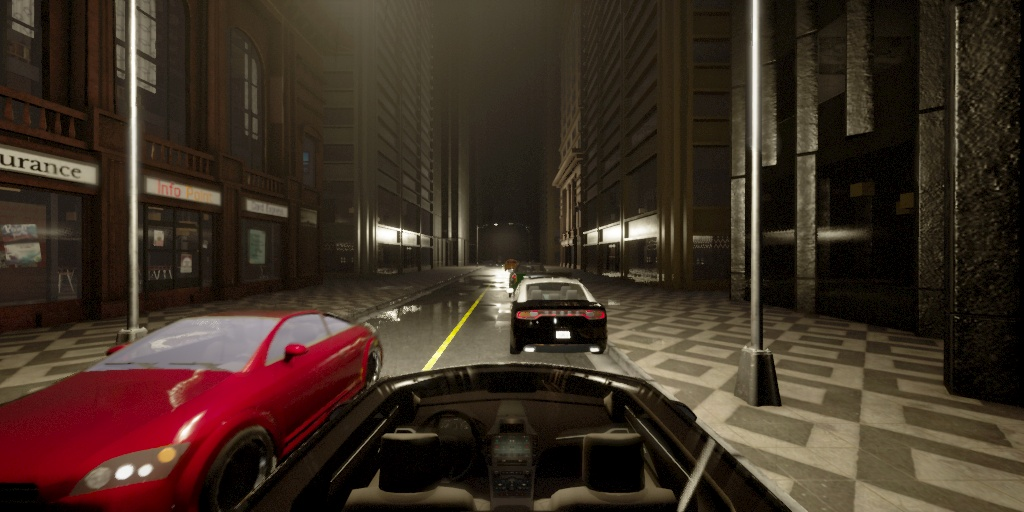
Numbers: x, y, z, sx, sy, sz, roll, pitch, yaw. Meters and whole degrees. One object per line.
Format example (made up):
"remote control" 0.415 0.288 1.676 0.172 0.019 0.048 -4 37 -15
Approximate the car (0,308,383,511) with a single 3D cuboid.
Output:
"car" -3.002 1.314 3.938 1.994 1.385 4.181 0 0 0

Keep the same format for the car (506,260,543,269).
"car" 0.878 1.109 18.728 2.097 1.767 4.553 0 0 0

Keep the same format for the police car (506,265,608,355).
"police car" 0.891 1.177 8.867 1.930 1.638 5.238 0 0 0

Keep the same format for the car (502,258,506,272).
"car" -0.019 1.277 48.196 1.882 1.535 5.008 0 0 0
